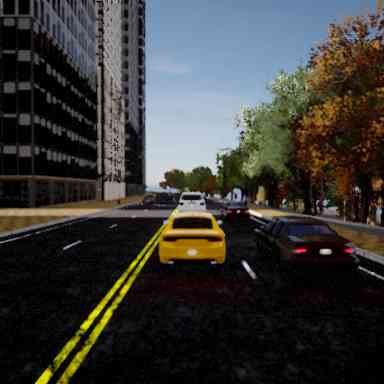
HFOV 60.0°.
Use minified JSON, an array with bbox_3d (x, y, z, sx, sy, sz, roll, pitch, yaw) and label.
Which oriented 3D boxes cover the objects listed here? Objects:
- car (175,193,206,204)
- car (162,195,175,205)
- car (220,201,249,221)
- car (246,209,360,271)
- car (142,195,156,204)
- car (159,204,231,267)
[{"bbox_3d":[0.012,1.053,28.156,2.150,2.045,5.566,0,1,0],"label":"car"},{"bbox_3d":[-3.500,1.177,51.413,1.837,1.490,4.892,0,1,-1],"label":"car"},{"bbox_3d":[3.245,1.392,25.619,2.033,1.411,5.357,0,0,0],"label":"car"},{"bbox_3d":[3.274,1.484,10.609,2.033,1.411,5.357,0,0,0],"label":"car"},{"bbox_3d":[-6.761,1.189,53.083,1.812,1.442,4.674,0,0,0],"label":"car"},{"bbox_3d":[0.029,1.411,11.226,1.882,1.535,5.008,0,1,1],"label":"car"}]
